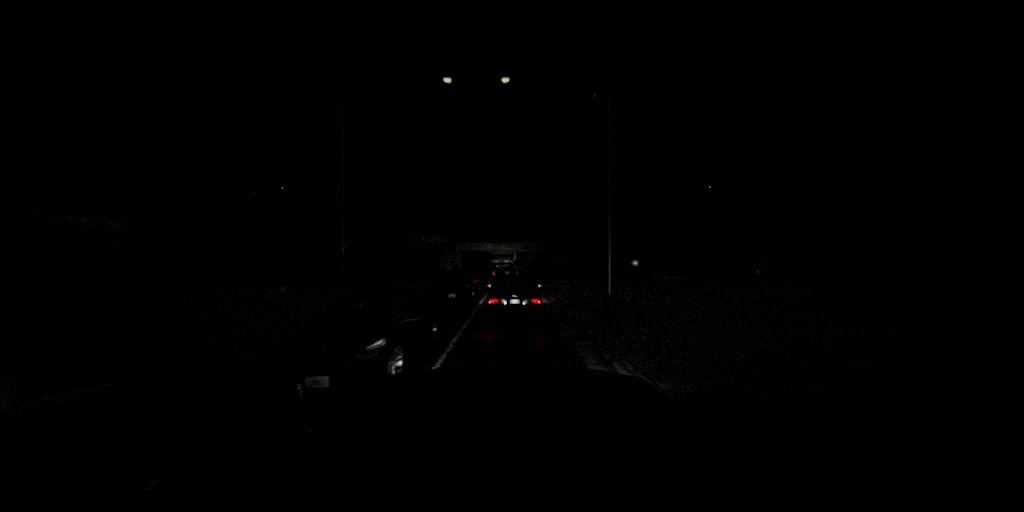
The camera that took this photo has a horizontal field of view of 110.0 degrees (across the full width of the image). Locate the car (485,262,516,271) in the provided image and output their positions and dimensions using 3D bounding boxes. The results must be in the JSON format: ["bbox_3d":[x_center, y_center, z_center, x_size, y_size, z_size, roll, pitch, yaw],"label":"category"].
[{"bbox_3d":[-0.985,1.213,25.614,2.097,1.767,4.553,0,0,-16],"label":"car"}]

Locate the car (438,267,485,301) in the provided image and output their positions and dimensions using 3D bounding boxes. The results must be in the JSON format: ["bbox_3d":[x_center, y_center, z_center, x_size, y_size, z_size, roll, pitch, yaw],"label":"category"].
[{"bbox_3d":[-2.636,1.390,17.932,1.948,1.339,4.313,0,0,0],"label":"car"}]

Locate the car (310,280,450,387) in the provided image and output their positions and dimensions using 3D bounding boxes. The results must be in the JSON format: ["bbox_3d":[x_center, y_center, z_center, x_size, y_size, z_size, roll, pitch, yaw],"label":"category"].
[{"bbox_3d":[-2.637,1.340,7.027,1.948,1.339,4.313,0,0,0],"label":"car"}]

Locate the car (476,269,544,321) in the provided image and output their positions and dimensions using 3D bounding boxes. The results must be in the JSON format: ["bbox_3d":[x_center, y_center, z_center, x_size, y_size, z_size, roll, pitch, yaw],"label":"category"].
[{"bbox_3d":[0.086,1.348,12.646,2.033,1.411,5.357,0,0,0],"label":"car"}]

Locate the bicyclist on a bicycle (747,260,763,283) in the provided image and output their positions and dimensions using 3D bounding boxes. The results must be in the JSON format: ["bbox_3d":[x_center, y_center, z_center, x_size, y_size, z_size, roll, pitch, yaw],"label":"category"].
[{"bbox_3d":[17.360,1.131,25.618,0.582,1.620,1.656,0,0,0],"label":"bicyclist on a bicycle"}]

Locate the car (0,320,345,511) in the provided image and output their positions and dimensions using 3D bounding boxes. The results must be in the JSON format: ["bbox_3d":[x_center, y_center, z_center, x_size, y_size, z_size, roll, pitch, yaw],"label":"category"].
[{"bbox_3d":[-2.638,1.332,1.575,1.802,1.307,4.207,0,0,0],"label":"car"}]
